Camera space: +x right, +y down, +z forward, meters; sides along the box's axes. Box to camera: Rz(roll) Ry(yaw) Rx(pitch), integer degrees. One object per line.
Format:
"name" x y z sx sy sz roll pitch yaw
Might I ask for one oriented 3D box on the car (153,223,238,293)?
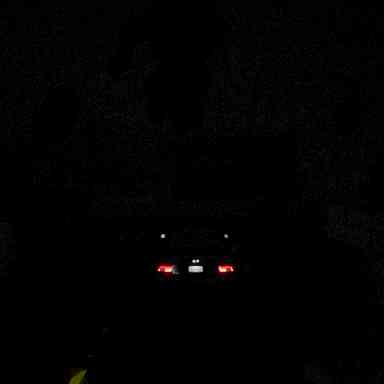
"car" 0.072 1.547 8.991 2.033 1.411 5.357 0 0 0
